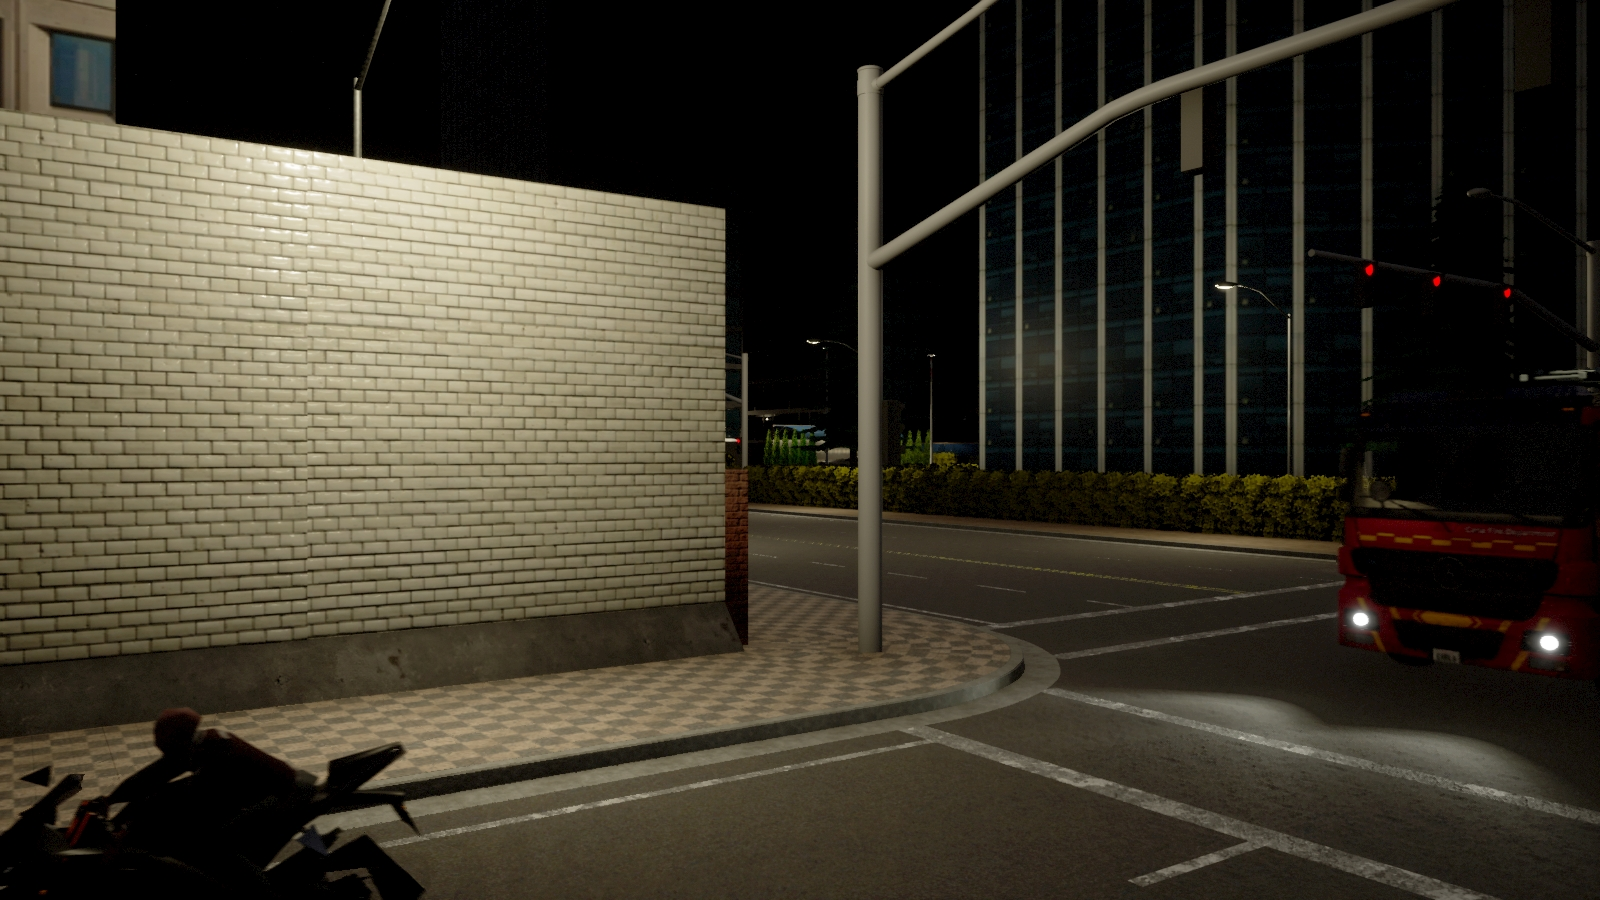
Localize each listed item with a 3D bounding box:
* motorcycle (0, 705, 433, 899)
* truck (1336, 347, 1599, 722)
[{"bbox_3d":[-3.122,2.149,5.853,2.209,1.251,0.867,0,0,-35],"label":"motorcycle"},{"bbox_3d":[10.864,0.864,15.205,8.468,3.827,2.891,0,0,-35],"label":"truck"}]
